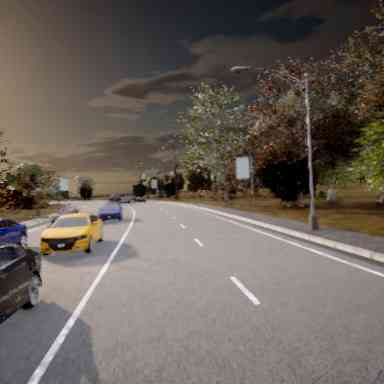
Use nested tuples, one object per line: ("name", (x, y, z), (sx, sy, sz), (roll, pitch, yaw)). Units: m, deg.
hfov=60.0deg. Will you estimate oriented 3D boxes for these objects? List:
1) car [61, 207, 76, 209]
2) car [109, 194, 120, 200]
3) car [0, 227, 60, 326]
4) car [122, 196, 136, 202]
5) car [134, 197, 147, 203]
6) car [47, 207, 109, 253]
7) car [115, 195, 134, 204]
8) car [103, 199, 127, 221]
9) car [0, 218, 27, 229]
("car", (-10.448, 2.003, 28.171), (1.994, 1.385, 4.181), (-3, 0, -8))
("car", (-19.118, 1.578, 82.678), (2.150, 2.045, 5.566), (-3, 0, -27))
("car", (-4.005, 1.684, 5.442), (2.128, 1.511, 4.902), (-3, 0, -7))
("car", (-16.000, 1.725, 84.292), (2.128, 1.511, 4.902), (-3, 0, -27))
("car", (-11.726, 1.755, 74.938), (1.895, 1.301, 4.718), (-3, 0, -23))
("car", (-5.150, 1.712, 14.789), (1.882, 1.535, 5.008), (-3, 0, -7))
("car", (-15.007, 1.875, 73.725), (1.994, 1.385, 4.181), (-3, 0, -23))
("car", (-7.113, 1.748, 29.531), (1.882, 1.535, 5.008), (-3, 1, -8))
("car", (-8.562, 1.882, 13.897), (1.882, 1.535, 5.008), (-3, 0, -7))
